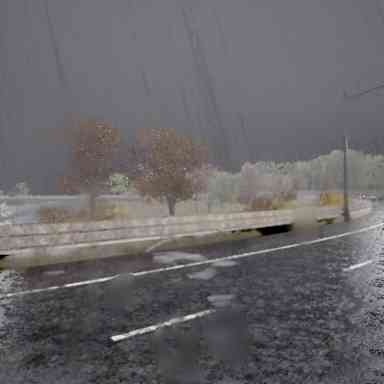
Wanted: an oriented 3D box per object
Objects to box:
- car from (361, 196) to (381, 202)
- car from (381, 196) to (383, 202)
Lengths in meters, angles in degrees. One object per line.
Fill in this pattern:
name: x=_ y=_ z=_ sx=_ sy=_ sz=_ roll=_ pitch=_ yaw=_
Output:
car: x=43.598 y=1.671 z=82.159 sx=2.033 sy=1.411 sz=5.357 roll=0 pitch=0 yaw=3
car: x=47.096 y=1.634 z=81.328 sx=1.837 sy=1.490 sz=4.892 roll=0 pitch=0 yaw=3
